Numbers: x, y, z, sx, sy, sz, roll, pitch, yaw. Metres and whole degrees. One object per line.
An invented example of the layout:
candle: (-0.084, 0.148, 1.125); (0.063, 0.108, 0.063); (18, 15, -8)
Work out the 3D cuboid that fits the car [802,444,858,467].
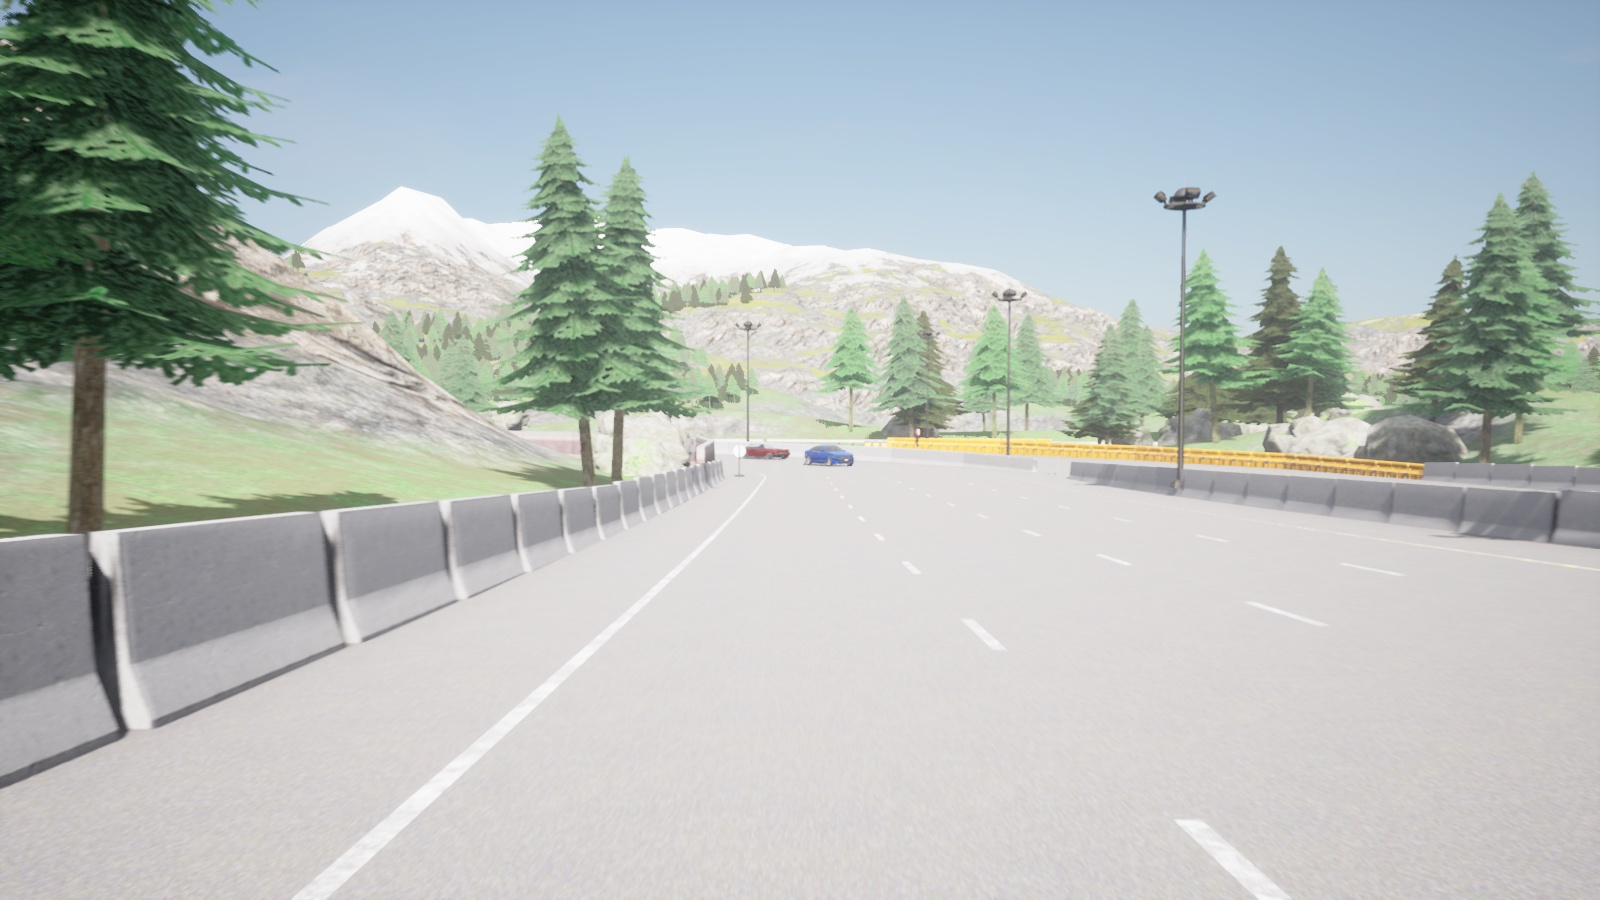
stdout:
car: (2.117, 0.366, 90.113); (1.882, 1.535, 5.008); (-1, 1, -28)
